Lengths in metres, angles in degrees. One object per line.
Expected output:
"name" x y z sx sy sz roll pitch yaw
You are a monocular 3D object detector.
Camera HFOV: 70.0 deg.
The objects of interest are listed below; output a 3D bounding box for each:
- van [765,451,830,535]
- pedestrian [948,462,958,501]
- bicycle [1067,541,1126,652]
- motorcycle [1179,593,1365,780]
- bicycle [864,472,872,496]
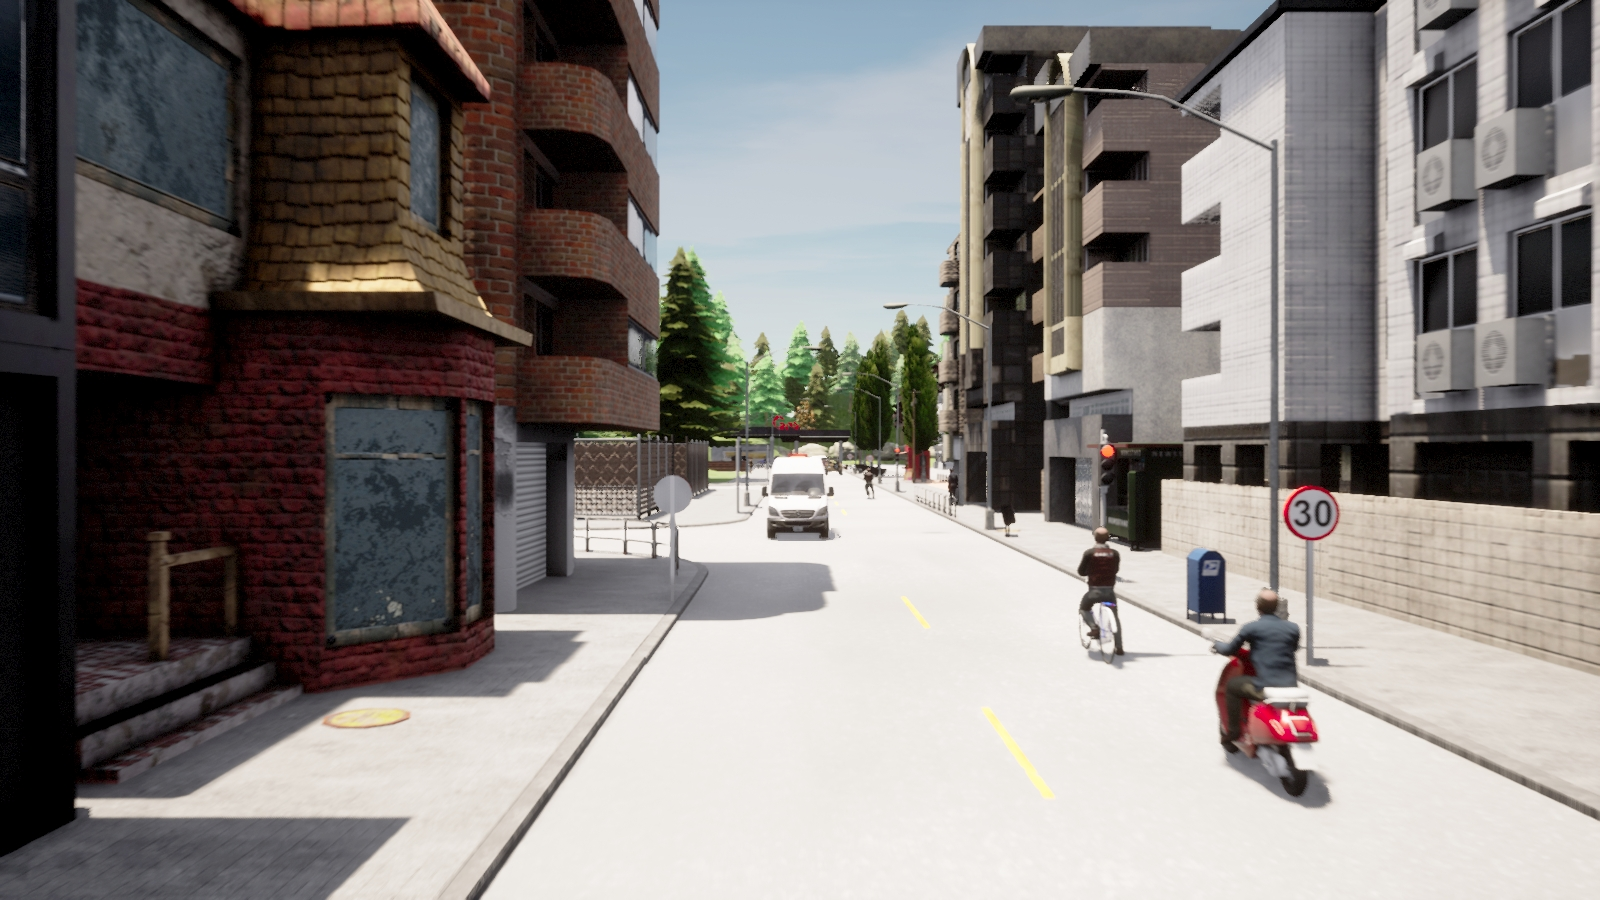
"van" -0.072 1.314 37.899 1.988 2.561 5.915 0 0 0
"pedestrian" 7.395 1.523 55.173 0.375 1.860 0.375 0 0 -17
"bicycle" 3.994 1.940 15.487 0.329 1.271 1.835 0 0 0
"motorcycle" 3.993 1.962 9.844 0.856 1.236 1.805 0 0 0
"bicycle" 3.890 1.940 65.202 0.329 1.271 1.835 0 0 0
